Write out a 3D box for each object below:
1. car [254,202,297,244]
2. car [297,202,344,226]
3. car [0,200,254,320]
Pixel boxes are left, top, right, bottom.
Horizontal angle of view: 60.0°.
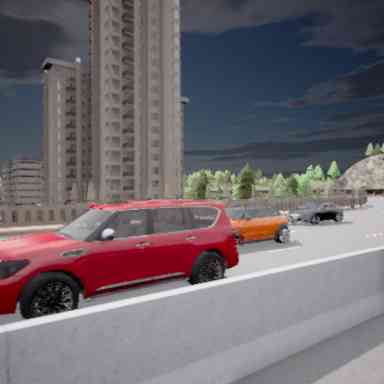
[{"bbox_3d":[2.003,1.325,14.042,4.553,1.767,2.097,0,0,-36],"label":"car"},{"bbox_3d":[8.703,1.443,23.244,4.902,1.511,2.128,0,0,-37],"label":"car"},{"bbox_3d":[-1.449,1.212,7.259,5.566,2.045,2.150,0,0,-36],"label":"car"}]
